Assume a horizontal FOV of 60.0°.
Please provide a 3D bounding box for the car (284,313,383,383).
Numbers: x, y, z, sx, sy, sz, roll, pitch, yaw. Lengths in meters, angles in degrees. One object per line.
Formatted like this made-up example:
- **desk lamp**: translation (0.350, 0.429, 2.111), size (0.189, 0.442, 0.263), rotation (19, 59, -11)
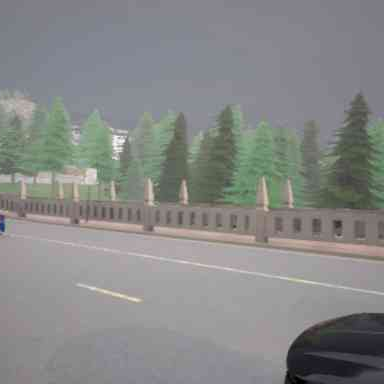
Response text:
- **car**: translation (3.034, 1.486, 1.827), size (5.008, 1.535, 1.882), rotation (1, 0, 35)

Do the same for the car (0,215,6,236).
- **car**: translation (-10.981, 1.372, 16.122), size (5.008, 1.535, 1.882), rotation (1, 0, 35)
